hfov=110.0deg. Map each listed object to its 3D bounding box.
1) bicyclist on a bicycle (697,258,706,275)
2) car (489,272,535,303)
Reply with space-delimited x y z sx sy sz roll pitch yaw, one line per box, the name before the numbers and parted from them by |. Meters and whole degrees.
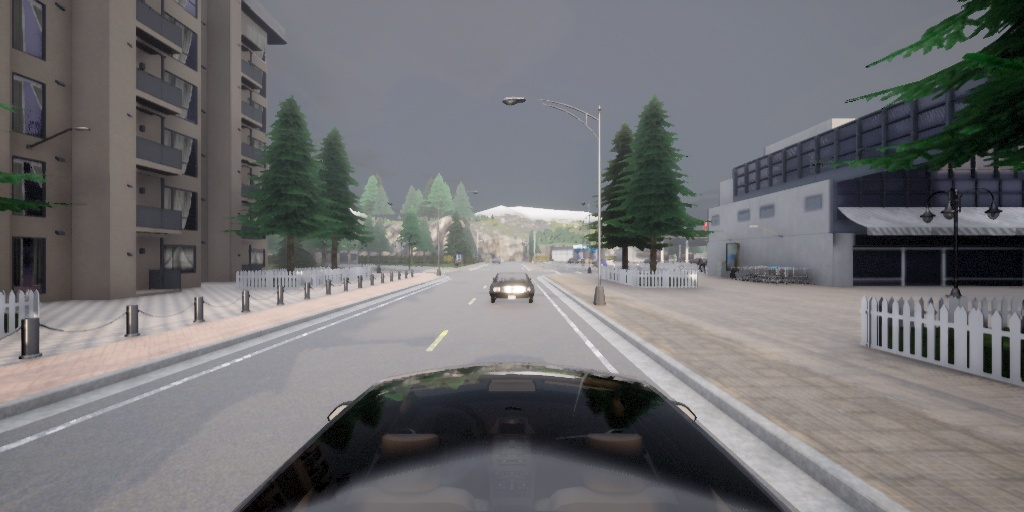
bicyclist on a bicycle | 18.870 1.034 35.802 0.582 1.620 1.656 0 0 1
car | 0.000 1.365 16.530 1.895 1.301 4.718 0 0 0
